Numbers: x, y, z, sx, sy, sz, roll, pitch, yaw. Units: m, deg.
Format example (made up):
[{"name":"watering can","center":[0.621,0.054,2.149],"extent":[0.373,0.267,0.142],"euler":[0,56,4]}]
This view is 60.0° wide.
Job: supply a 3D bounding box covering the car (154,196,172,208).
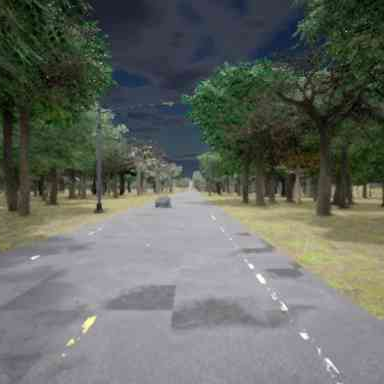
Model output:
[{"name":"car","center":[-3.590,1.241,41.945],"extent":[1.837,1.490,4.892],"euler":[0,0,0]}]
